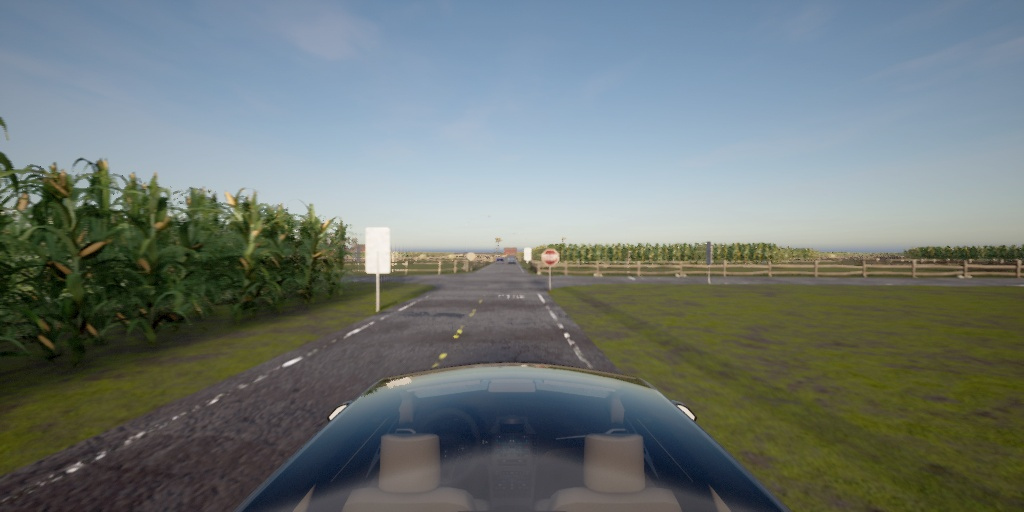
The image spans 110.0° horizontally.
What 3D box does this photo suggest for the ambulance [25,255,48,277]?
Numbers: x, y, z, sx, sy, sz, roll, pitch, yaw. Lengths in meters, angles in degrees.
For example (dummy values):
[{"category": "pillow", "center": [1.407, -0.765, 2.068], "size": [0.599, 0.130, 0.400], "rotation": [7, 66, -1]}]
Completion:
[{"category": "ambulance", "center": [-43.126, 0.860, 33.007], "size": [6.366, 2.431, 2.351], "rotation": [0, 1, 5]}]
